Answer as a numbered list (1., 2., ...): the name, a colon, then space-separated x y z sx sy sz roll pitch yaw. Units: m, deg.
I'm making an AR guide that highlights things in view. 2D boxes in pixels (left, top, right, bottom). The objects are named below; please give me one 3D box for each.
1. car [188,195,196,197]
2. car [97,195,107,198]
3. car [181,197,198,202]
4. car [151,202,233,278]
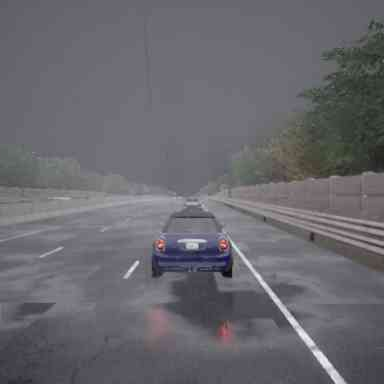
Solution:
1. car: 0.051 1.372 59.414 2.097 1.767 4.553 0 0 0
2. car: -20.934 1.577 77.659 1.837 1.490 4.892 0 -1 0
3. car: 0.025 1.532 32.036 1.812 1.442 4.674 0 0 0
4. car: 0.008 1.354 10.343 2.097 1.767 4.553 0 0 0
